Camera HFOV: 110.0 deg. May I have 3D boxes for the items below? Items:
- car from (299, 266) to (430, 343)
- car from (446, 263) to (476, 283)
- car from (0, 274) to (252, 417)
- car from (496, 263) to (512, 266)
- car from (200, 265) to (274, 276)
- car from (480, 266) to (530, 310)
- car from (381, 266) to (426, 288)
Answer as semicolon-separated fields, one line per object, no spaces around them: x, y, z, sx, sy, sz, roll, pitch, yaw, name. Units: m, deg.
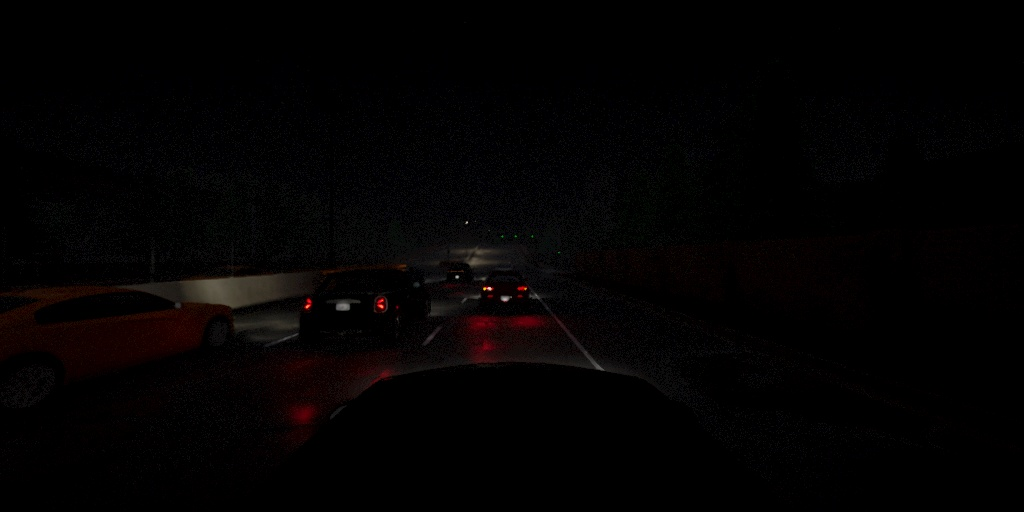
-3.682;1.119;9.850;2.097;1.767;4.553;0;0;-1;car
-4.130;1.316;29.097;1.837;1.490;4.892;0;0;-1;car
-7.093;1.233;5.957;1.882;1.535;5.008;0;0;-1;car
-0.676;1.343;30.951;1.812;1.442;4.674;0;0;-2;car
-14.537;1.258;18.539;1.882;1.535;5.008;0;0;-1;car
-0.285;1.306;14.711;1.812;1.442;4.674;0;0;-1;car
-7.546;1.402;25.435;1.895;1.301;4.718;0;0;-1;car
